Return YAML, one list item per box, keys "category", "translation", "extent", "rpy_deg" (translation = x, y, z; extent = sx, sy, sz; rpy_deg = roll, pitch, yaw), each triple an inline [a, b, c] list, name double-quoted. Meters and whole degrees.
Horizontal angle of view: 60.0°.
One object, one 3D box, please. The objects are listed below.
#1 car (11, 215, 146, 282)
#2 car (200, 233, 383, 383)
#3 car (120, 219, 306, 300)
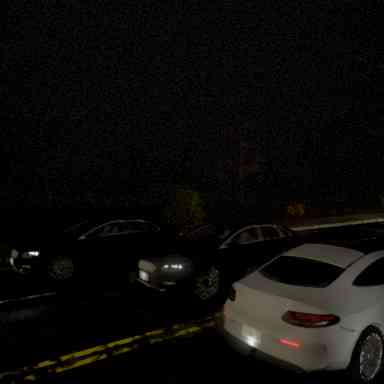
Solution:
- category: "car"
  translation: [-2.553, 1.481, 9.846]
  extent: [4.902, 1.511, 2.128]
  rpy_deg: [0, 0, -35]
- category: "car"
  translation: [2.581, 1.510, 5.285]
  extent: [4.674, 1.442, 1.812]
  rpy_deg: [0, 0, -35]
- category: "car"
  translation: [0.988, 1.475, 8.380]
  extent: [4.902, 1.511, 2.128]
  rpy_deg: [0, 0, -35]
